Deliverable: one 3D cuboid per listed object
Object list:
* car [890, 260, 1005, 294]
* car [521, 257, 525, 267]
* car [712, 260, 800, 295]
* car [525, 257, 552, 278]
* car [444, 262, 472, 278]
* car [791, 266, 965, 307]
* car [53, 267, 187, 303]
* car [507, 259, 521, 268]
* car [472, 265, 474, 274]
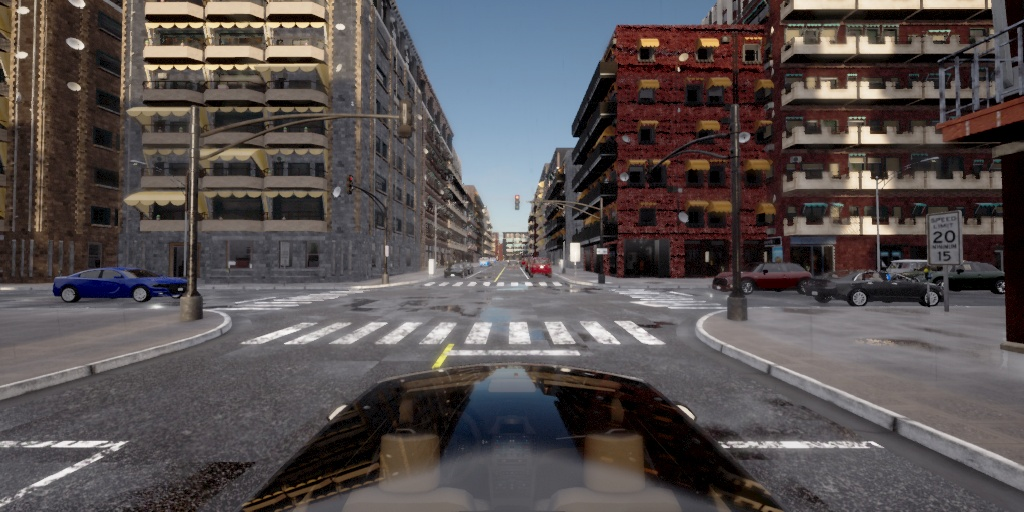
[{"bbox_3d":[23.095,1.079,19.096,4.553,1.767,2.097,0,-1,0],"label":"car"},{"bbox_3d":[2.641,1.086,45.138,2.192,1.841,5.009,0,0,0],"label":"car"},{"bbox_3d":[13.246,1.102,19.115,4.553,1.767,2.097,0,-1,-1],"label":"car"},{"bbox_3d":[2.622,1.077,34.015,2.192,1.841,5.009,0,0,0],"label":"car"},{"bbox_3d":[-5.259,1.328,33.983,1.948,1.339,4.313,0,0,0],"label":"car"},{"bbox_3d":[13.765,1.185,13.702,4.403,1.370,2.007,0,0,0],"label":"car"},{"bbox_3d":[-17.589,1.254,16.320,5.008,1.535,1.882,0,-1,0],"label":"car"},{"bbox_3d":[0.207,1.314,63.539,2.128,1.511,4.902,0,0,0],"label":"car"},{"bbox_3d":[-5.250,1.331,39.544,1.948,1.339,4.313,0,0,0],"label":"car"}]
